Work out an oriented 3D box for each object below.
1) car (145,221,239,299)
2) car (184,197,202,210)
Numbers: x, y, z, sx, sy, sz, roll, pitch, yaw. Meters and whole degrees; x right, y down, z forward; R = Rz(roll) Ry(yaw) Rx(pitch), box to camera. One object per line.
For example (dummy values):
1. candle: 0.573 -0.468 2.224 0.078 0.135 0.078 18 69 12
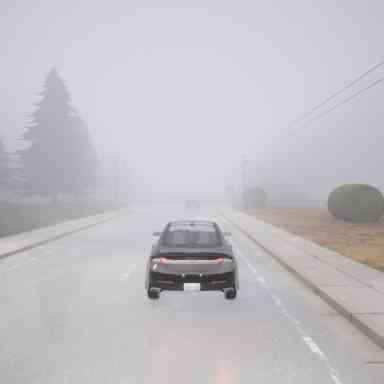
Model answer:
1. car: 0.002 1.466 8.348 2.128 1.511 4.902 0 0 0
2. car: 0.062 1.353 39.795 1.837 1.490 4.892 0 0 0
